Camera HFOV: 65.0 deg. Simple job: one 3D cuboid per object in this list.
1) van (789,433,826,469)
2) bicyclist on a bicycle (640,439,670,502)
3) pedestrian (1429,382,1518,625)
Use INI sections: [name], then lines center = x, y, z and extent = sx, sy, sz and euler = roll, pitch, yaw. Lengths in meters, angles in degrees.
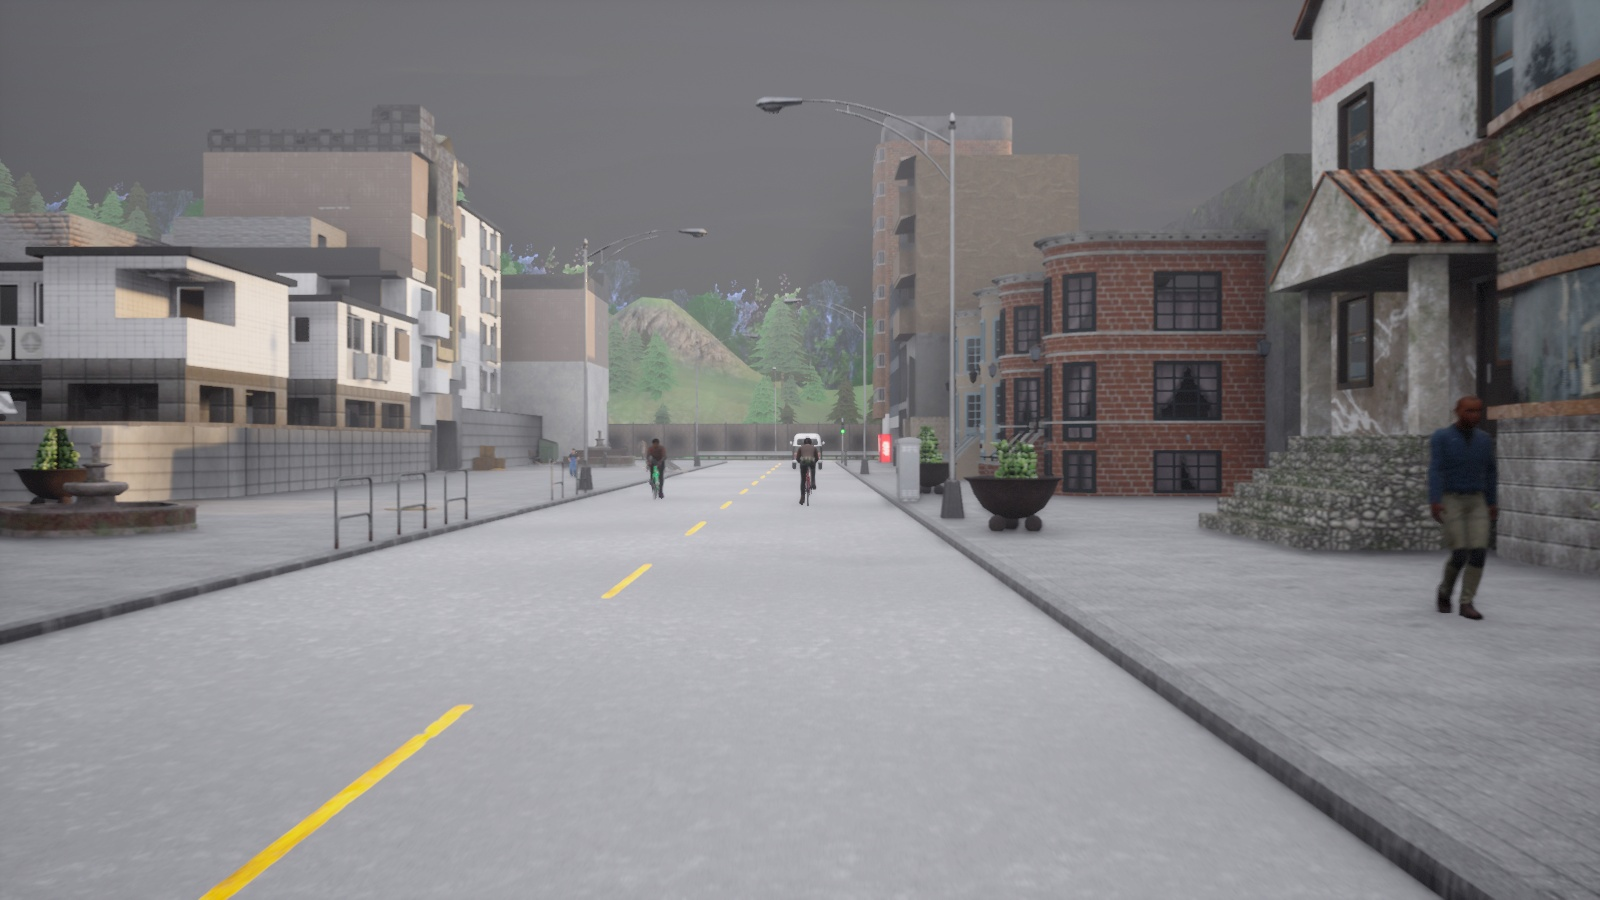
[van]
center = 0.429, 0.059, 72.992
extent = 2.069, 2.038, 4.480
euler = 0, 0, 0
[bicyclist on a bicycle]
center = -3.798, 0.510, 33.021
extent = 0.582, 1.620, 1.656
euler = 0, 1, 0
[pedestrian]
center = 5.275, 0.404, 9.864
extent = 0.370, 1.835, 0.726
euler = 0, 0, 7
